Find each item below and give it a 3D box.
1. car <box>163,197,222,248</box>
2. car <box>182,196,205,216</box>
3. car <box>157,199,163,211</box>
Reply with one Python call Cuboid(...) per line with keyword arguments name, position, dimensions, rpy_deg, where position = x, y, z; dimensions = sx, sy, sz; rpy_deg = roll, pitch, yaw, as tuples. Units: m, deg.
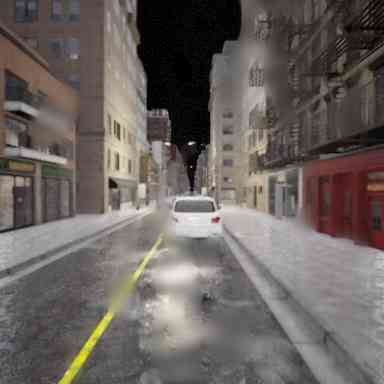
Cuboid(name="car", position=(0.106, 1.214, 14.975), dimensions=(2.150, 2.045, 5.566), rpy_deg=(0, 0, 0))
Cuboid(name="car", position=(0.113, 1.337, 32.794), dimensions=(2.097, 1.767, 4.553), rpy_deg=(0, 0, 0))
Cuboid(name="car", position=(-2.985, 1.542, 39.480), dimensions=(1.994, 1.385, 4.181), rpy_deg=(0, 0, 0))
